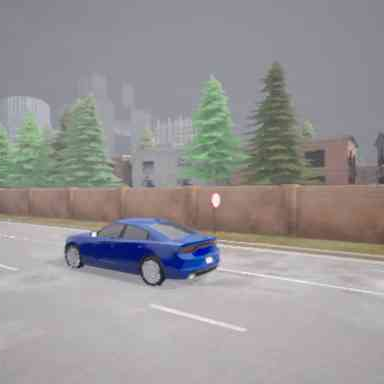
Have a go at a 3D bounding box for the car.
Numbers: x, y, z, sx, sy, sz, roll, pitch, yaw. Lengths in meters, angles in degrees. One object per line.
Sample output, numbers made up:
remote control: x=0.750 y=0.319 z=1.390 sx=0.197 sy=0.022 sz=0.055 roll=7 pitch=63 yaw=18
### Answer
car: x=-1.594 y=1.483 z=9.435 sx=5.008 sy=1.535 sz=1.882 roll=0 pitch=0 yaw=36
